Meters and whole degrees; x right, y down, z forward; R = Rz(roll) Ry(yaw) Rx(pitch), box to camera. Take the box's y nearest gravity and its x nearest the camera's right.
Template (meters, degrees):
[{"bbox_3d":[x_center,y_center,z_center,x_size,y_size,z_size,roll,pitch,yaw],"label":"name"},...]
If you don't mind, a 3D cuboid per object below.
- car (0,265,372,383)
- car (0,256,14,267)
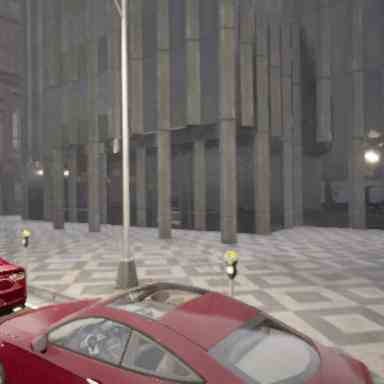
[{"bbox_3d":[-0.476,1.614,3.303,4.206,1.307,1.802,-1,-1,35],"label":"car"},{"bbox_3d":[-5.051,1.659,6.563,4.507,1.381,1.887,-1,-1,35],"label":"car"}]
